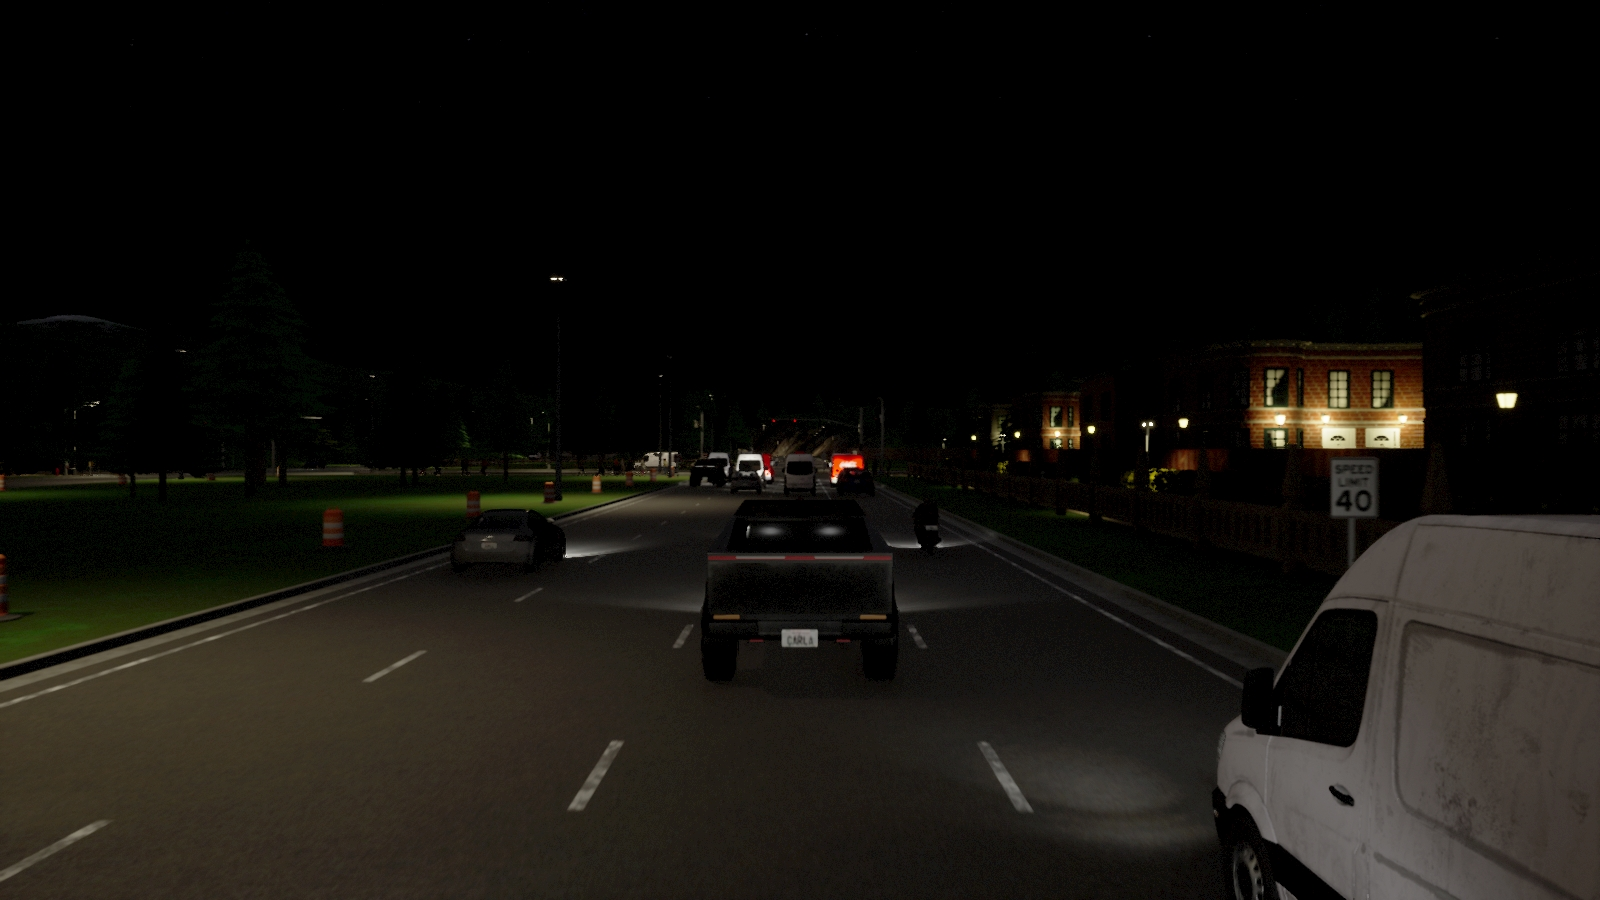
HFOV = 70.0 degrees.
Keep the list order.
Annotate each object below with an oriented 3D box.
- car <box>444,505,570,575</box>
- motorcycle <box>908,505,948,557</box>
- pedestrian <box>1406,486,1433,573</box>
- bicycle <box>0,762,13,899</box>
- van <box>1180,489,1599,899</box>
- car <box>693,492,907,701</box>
[{"bbox_3d":[-7.001,2.120,27.754,1.994,1.385,4.181,0,0,0],"label":"car"},{"bbox_3d":[3.499,2.206,31.468,0.867,1.251,2.209,0,0,0],"label":"motorcycle"},{"bbox_3d":[13.369,1.702,24.652,0.375,1.860,0.375,0,0,0],"label":"pedestrian"},{"bbox_3d":[-3.500,2.056,3.988,0.373,1.496,1.643,0,0,0],"label":"bicycle"},{"bbox_3d":[3.495,1.534,4.553,1.988,2.561,5.915,0,0,0],"label":"van"},{"bbox_3d":[-0.001,1.754,15.896,2.390,2.098,6.274,0,0,0],"label":"car"}]
